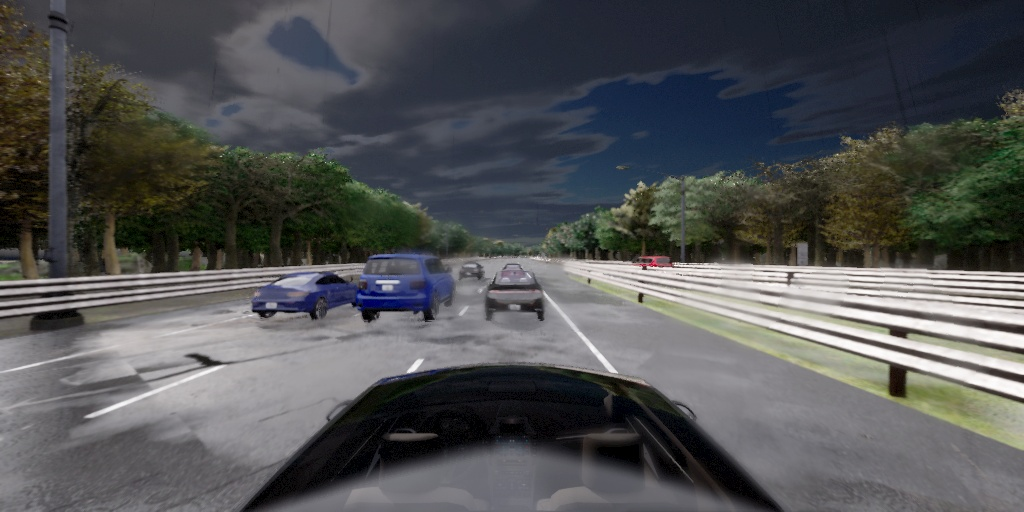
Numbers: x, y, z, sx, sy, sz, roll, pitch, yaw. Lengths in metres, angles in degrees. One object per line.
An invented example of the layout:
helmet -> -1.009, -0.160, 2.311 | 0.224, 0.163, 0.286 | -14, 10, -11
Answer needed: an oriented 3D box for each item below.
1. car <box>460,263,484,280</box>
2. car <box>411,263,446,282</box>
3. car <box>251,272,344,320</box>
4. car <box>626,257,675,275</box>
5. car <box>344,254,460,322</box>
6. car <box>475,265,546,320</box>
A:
car -> -3.411, 1.279, 30.782 | 1.812, 1.442, 4.674 | 0, 0, 0
car -> -6.912, 1.317, 30.225 | 1.994, 1.385, 4.181 | 0, 0, 0
car -> -6.903, 1.267, 12.585 | 1.812, 1.442, 4.674 | 1, 0, 0
car -> 12.660, 1.073, 33.363 | 2.150, 2.045, 5.566 | 0, 0, -14
car -> -3.415, 0.970, 12.525 | 2.150, 2.045, 5.566 | 0, 0, 0
car -> 0.095, 1.242, 12.568 | 2.128, 1.511, 4.902 | 0, 0, 0
